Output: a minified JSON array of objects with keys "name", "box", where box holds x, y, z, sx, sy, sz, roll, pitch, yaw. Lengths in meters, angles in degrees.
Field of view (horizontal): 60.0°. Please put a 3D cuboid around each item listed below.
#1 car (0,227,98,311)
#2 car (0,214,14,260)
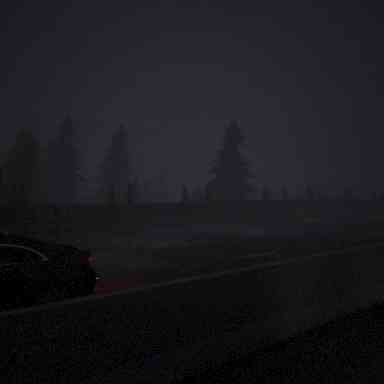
[{"name":"car","box":[-4.047,1.489,5.405,4.902,1.511,2.128,0,0,-36]},{"name":"car","box":[-8.344,1.560,10.937,4.181,1.385,1.994,0,0,-36]}]
